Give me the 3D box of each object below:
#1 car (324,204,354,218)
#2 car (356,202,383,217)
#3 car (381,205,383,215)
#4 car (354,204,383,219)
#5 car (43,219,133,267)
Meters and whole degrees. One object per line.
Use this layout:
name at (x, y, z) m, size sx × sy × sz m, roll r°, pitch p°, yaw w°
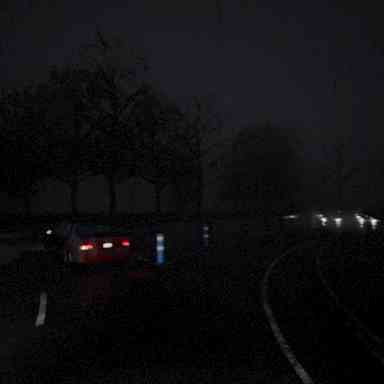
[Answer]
car at (17.070, 2.145, 38.267) m, size 5.008 × 1.535 × 1.882 m, roll 2°, pitch -2°, yaw -42°
car at (23.857, 2.318, 44.364) m, size 4.553 × 1.767 × 2.097 m, roll 3°, pitch -3°, yaw -42°
car at (30.626, 2.772, 50.442) m, size 4.892 × 1.490 × 1.837 m, roll 3°, pitch -3°, yaw -42°
car at (20.075, 2.194, 36.256) m, size 5.357 × 1.411 × 2.033 m, roll 2°, pitch -2°, yaw -42°
car at (-4.000, 1.707, 12.164) m, size 2.033 × 1.411 × 5.357 m, roll 0°, pitch -1°, yaw -35°
